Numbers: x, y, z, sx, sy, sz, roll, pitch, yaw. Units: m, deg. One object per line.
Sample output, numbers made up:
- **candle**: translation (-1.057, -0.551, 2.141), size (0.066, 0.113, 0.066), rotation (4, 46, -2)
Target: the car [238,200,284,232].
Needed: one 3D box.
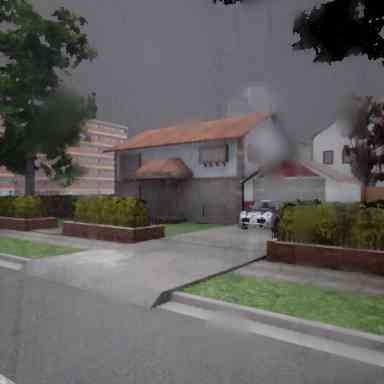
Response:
- **car**: translation (4.023, 1.168, 17.438), size (1.970, 1.475, 3.806), rotation (0, 0, 36)
